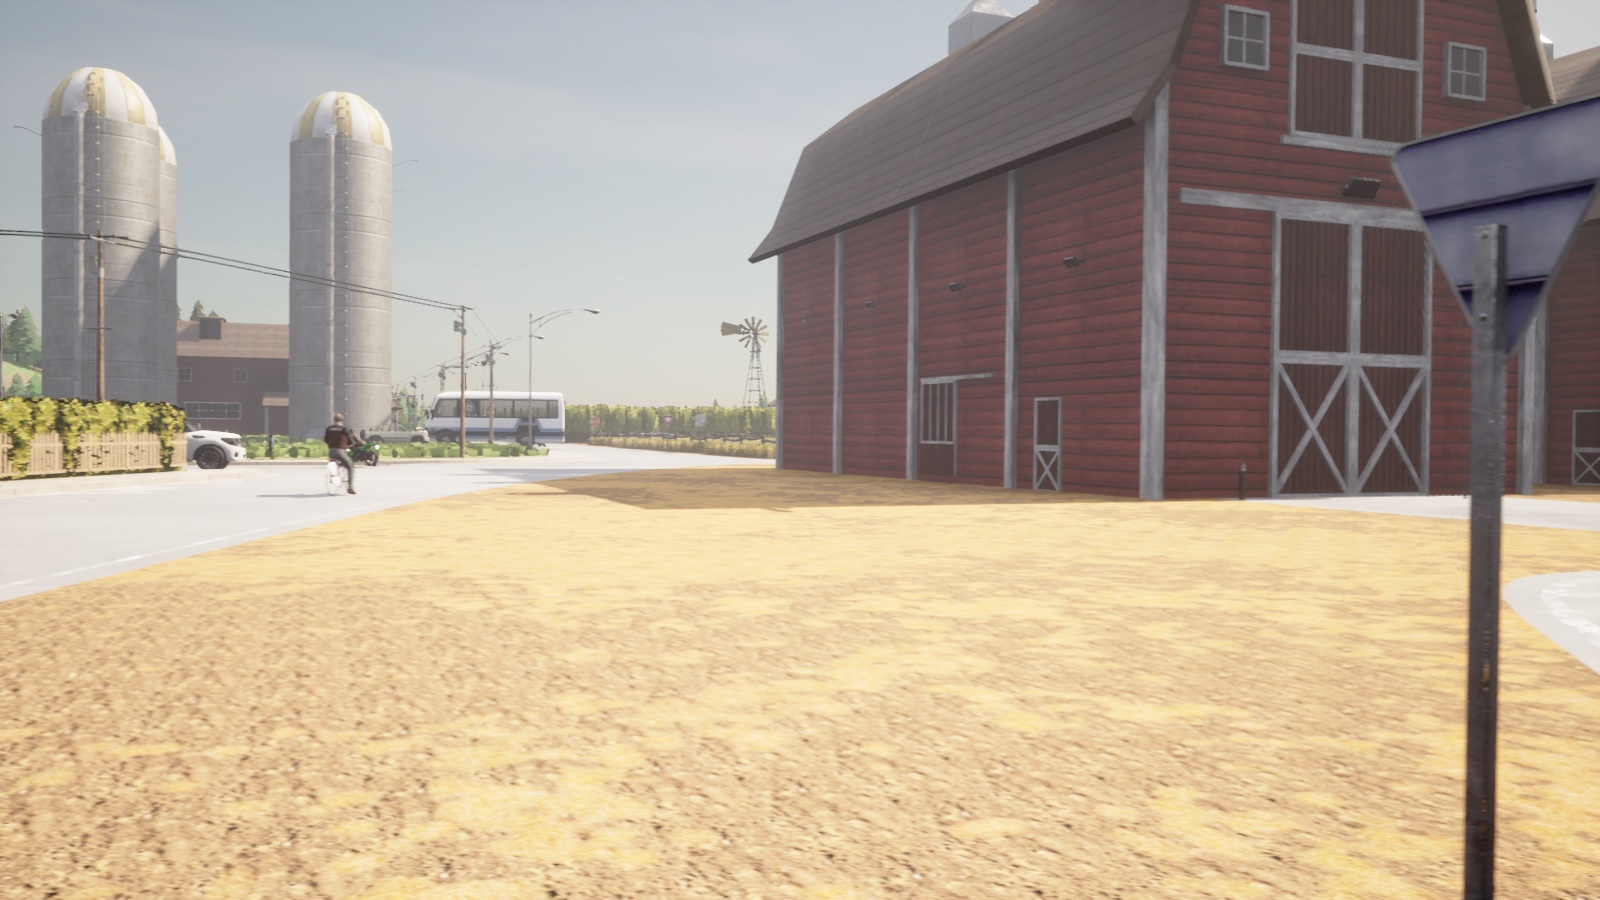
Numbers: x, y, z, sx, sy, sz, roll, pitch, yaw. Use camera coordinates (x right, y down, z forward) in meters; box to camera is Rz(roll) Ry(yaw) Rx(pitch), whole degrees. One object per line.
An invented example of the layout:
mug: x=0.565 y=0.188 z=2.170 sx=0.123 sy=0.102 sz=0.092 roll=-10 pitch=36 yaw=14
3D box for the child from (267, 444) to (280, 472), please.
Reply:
child: x=-22.436 y=0.346 z=53.483 sx=0.448 sy=1.192 sz=0.343 roll=-1 pitch=1 yaw=-28

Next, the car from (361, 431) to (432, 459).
car: x=-28.384 y=-0.381 z=88.257 sx=4.605 sy=1.855 sz=1.932 roll=-1 pitch=1 yaw=-22

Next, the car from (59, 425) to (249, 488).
car: x=-22.295 y=0.193 z=43.624 sx=5.566 sy=2.045 sz=2.150 roll=-1 pitch=1 yaw=-19

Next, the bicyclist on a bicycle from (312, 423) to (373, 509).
bicyclist on a bicycle: x=-9.856 y=0.323 z=27.109 sx=0.659 sy=1.776 sz=1.843 roll=-1 pitch=1 yaw=-1

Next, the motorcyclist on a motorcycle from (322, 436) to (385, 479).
motorcyclist on a motorcycle: x=-17.108 y=0.281 z=48.122 sx=2.044 sy=1.523 sz=0.797 roll=-2 pitch=2 yaw=4

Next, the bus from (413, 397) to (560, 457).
bus: x=-23.091 y=-1.716 z=92.935 sx=10.273 sy=4.253 sz=3.944 roll=-1 pitch=1 yaw=-13
